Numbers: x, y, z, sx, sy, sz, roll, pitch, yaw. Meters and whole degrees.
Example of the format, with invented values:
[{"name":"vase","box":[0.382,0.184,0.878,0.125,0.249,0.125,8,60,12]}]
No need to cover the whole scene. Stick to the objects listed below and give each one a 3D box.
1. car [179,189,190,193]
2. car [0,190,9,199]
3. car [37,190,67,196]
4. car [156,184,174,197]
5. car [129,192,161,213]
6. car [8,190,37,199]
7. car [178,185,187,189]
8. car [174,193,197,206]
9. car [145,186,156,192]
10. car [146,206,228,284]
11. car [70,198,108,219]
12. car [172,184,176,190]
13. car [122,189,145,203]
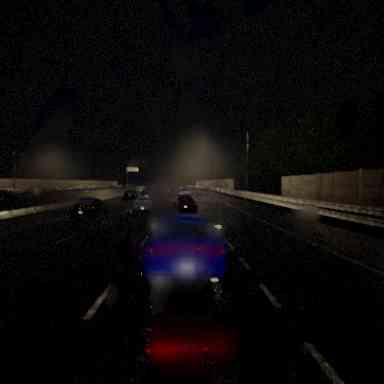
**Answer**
[{"name":"car","box":[-1.069,0.601,48.561,1.895,1.301,4.718,0,2,-2]},{"name":"car","box":[-25.535,0.483,44.759,1.837,1.490,4.892,0,2,-1]},{"name":"car","box":[-18.540,0.486,44.953,1.882,1.535,5.008,0,2,-1]},{"name":"car","box":[-4.934,-0.013,61.169,2.097,1.767,4.553,0,2,-2]},{"name":"car","box":[-4.078,1.034,29.283,1.812,1.442,4.674,0,2,-1]},{"name":"car","box":[-22.033,0.540,44.884,2.033,1.411,5.357,0,2,-1]},{"name":"car","box":[-1.788,-0.180,72.532,1.882,1.535,5.008,0,2,-2]},{"name":"car","box":[-0.560,1.111,28.554,1.994,1.385,4.181,0,1,-1]},{"name":"car","box":[-8.509,0.059,63.555,1.837,1.490,4.892,0,2,-2]},{"name":"car","box":[-0.145,1.388,9.383,1.882,1.535,5.008,0,1,-1]},{"name":"car","box":[-7.465,1.136,24.407,1.812,1.442,4.674,0,1,-1]},{"name":"car","box":[-5.946,-0.710,91.621,1.837,1.490,4.892,0,2,-2]},{"name":"car","box":[-7.956,0.433,44.311,2.097,1.767,4.553,0,2,-2]}]
